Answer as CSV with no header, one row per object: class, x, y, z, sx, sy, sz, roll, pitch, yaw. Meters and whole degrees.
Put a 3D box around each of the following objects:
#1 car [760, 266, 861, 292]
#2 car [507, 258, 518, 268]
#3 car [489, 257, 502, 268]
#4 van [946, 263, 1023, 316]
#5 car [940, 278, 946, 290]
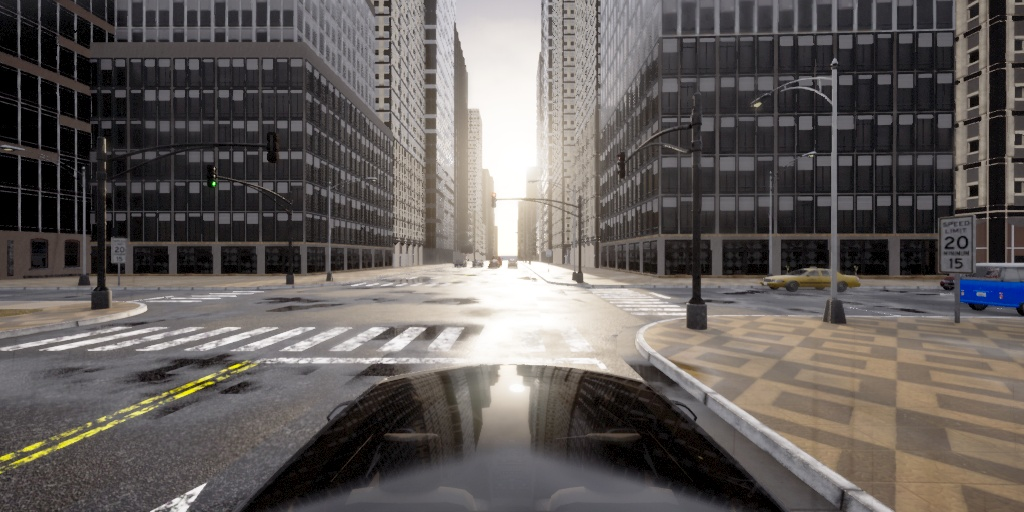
car,17.125,1.293,20.733,4.829,1.417,1.751,0,0,2
car,0.127,1.408,63.353,2.033,1.411,5.357,0,0,0
car,-3.123,1.386,63.359,1.812,1.442,4.674,0,0,0
van,18.379,1.119,12.558,3.998,1.789,1.690,0,0,2
car,26.958,1.356,20.228,4.207,1.307,1.802,0,0,2
